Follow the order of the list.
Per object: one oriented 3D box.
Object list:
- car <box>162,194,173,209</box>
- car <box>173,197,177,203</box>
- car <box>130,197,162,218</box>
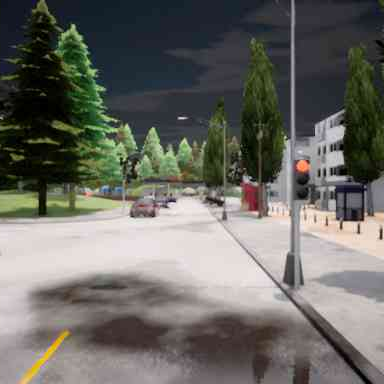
[{"bbox_3d":[-4.137,1.464,45.022,2.128,1.511,4.902,0,0,0],"label":"car"},{"bbox_3d":[-4.056,1.560,66.445,1.895,1.301,4.718,0,0,0],"label":"car"},{"bbox_3d":[-4.131,1.334,29.345,2.097,1.767,4.553,0,0,0],"label":"car"}]
